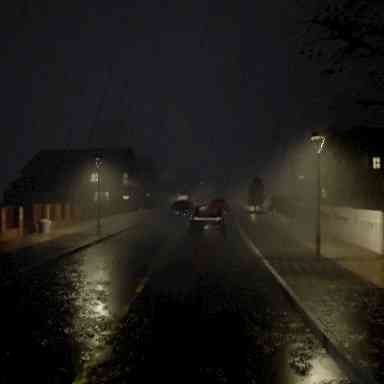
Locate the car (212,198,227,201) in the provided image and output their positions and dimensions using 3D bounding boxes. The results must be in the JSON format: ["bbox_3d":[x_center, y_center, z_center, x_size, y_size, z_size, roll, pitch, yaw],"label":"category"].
[{"bbox_3d":[2.896,1.410,34.927,1.882,1.535,5.008,0,0,9],"label":"car"}]

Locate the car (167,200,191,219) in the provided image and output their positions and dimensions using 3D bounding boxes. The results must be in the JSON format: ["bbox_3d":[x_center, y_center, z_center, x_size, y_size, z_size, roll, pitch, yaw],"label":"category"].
[{"bbox_3d":[-0.887,1.465,29.106,1.837,1.490,4.892,0,0,7],"label":"car"}]

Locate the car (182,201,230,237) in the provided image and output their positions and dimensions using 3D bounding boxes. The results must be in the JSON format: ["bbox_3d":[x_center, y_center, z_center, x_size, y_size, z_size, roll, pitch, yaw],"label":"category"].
[{"bbox_3d":[0.913,1.466,17.894,2.128,1.511,4.902,0,0,5],"label":"car"}]
